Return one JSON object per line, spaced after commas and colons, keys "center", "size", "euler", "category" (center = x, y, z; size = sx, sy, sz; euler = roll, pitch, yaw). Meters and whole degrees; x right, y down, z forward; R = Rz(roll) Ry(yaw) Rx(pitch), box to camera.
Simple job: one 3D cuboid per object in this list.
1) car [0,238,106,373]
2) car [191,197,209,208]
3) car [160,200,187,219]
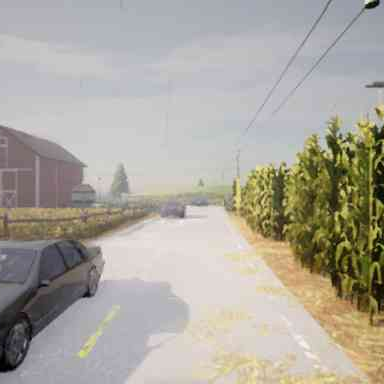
{"center": [-3.083, 1.589, 5.971], "size": [2.033, 1.411, 5.357], "euler": [0, 0, 2], "category": "car"}
{"center": [1.333, 1.658, 57.148], "size": [2.097, 1.767, 4.553], "euler": [0, 0, -18], "category": "car"}
{"center": [-1.691, 1.555, 31.378], "size": [2.097, 1.767, 4.553], "euler": [0, 0, 4], "category": "car"}
